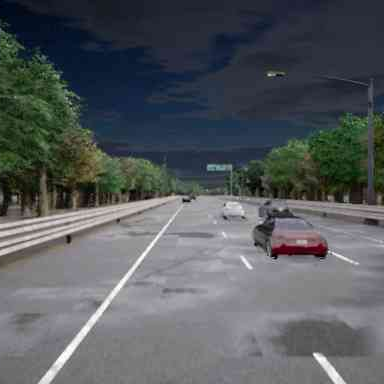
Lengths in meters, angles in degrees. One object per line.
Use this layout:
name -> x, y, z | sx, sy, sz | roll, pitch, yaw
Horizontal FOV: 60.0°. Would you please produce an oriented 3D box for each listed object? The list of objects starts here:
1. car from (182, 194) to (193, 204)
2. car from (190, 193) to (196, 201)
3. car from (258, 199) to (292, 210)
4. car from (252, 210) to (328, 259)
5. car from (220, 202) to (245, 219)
car -> -1.212, 1.754, 73.217 | 1.882, 1.535, 5.008 | 0, 0, 0
car -> 0.017, 1.416, 92.271 | 2.150, 2.045, 5.566 | 0, 0, 0
car -> 7.106, 1.450, 28.729 | 2.097, 1.767, 4.553 | 0, 0, 0
car -> 3.602, 1.608, 12.889 | 1.994, 1.385, 4.181 | 0, 0, 0
car -> 3.606, 1.628, 30.044 | 1.812, 1.442, 4.674 | 0, 0, 0
